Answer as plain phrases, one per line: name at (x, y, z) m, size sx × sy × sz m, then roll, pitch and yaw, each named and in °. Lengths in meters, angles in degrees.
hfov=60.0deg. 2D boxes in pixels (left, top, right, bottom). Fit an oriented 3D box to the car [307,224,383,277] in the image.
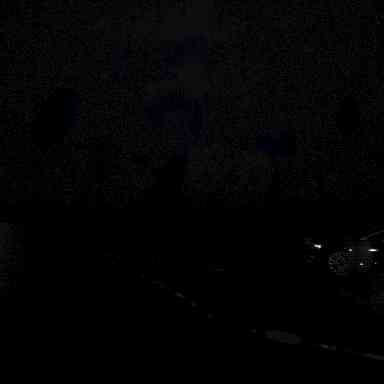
car at (5.630, 1.500, 8.787) m, size 4.902 × 1.511 × 2.128 m, roll 0°, pitch 0°, yaw 29°
